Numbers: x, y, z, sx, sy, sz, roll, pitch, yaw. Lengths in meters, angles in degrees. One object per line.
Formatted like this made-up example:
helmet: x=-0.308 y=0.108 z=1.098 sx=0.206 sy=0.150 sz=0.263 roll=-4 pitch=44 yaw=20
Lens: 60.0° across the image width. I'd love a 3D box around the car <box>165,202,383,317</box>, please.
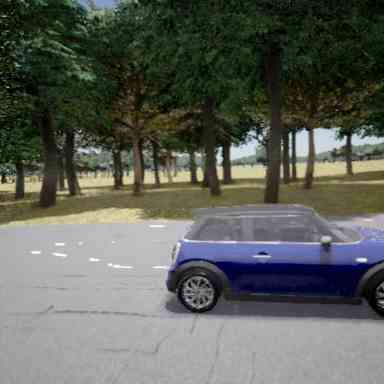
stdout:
car: x=1.854 y=1.025 z=6.235 sx=4.553 sy=1.767 sz=2.097 roll=-2 pitch=3 yaw=11
